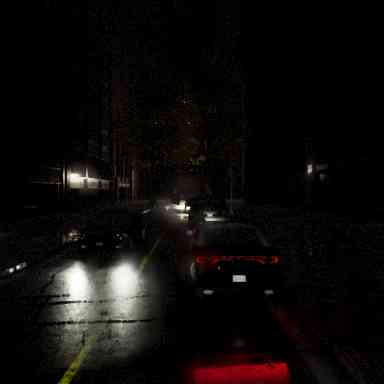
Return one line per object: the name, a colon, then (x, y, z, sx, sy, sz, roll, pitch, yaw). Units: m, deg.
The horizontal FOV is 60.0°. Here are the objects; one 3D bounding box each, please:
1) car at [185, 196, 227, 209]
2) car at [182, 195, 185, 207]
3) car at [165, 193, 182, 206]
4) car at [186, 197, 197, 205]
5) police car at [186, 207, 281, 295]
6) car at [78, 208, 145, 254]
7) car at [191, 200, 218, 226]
car: (0.868, 1.229, 18.761, 2.150, 2.045, 5.566, 0, 0, 0)
car: (-0.068, 1.551, 46.074, 1.812, 1.442, 4.674, 0, 0, 0)
car: (-3.188, 1.256, 55.163, 2.150, 2.045, 5.566, 0, 0, 0)
car: (-0.104, 1.645, 60.141, 1.895, 1.301, 4.718, 0, 0, 0)
police car: (0.885, 1.426, 8.840, 1.930, 1.638, 5.238, 0, 0, 0)
car: (-3.123, 1.480, 13.711, 1.882, 1.535, 5.008, 0, 0, 0)
car: (0.857, 1.464, 24.920, 1.801, 1.575, 5.366, 0, 0, 0)
